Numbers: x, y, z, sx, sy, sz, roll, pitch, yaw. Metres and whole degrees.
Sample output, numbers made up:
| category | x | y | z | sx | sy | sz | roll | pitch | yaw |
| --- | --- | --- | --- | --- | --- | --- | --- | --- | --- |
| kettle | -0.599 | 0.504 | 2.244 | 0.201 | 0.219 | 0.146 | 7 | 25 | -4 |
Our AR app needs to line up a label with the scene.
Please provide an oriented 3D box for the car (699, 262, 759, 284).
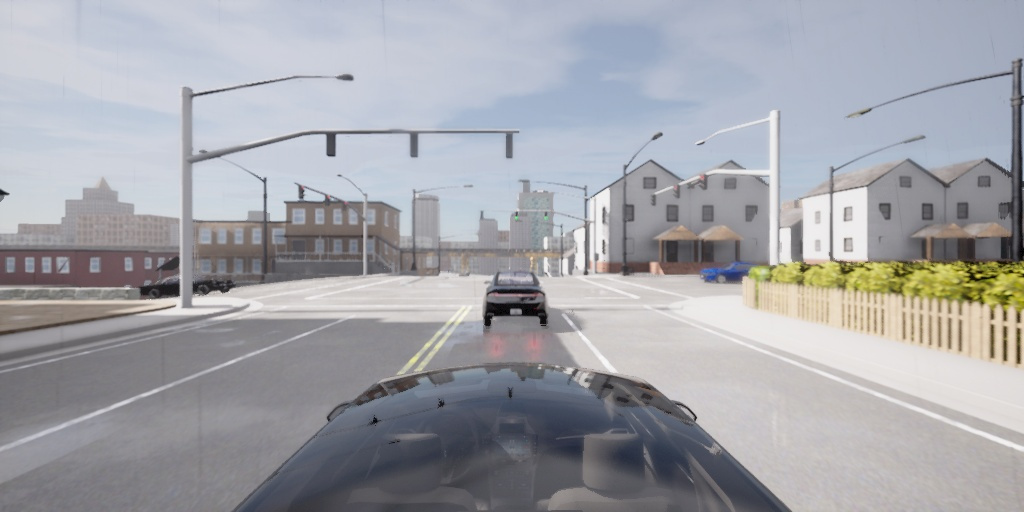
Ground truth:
| category | x | y | z | sx | sy | sz | roll | pitch | yaw |
| --- | --- | --- | --- | --- | --- | --- | --- | --- | --- |
| car | 16.626 | 1.231 | 26.670 | 5.008 | 1.535 | 1.882 | 0 | 0 | -1 |

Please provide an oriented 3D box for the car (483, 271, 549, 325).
| category | x | y | z | sx | sy | sz | roll | pitch | yaw |
| --- | --- | --- | --- | --- | --- | --- | --- | --- | --- |
| car | 0.102 | 1.243 | 11.795 | 2.128 | 1.511 | 4.902 | 0 | 0 | 0 |

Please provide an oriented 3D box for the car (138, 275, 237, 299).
| category | x | y | z | sx | sy | sz | roll | pitch | yaw |
| --- | --- | --- | --- | --- | --- | --- | --- | --- | --- |
| car | -20.177 | 1.861 | 22.463 | 4.718 | 1.301 | 1.895 | -4 | 0 | -1 |
